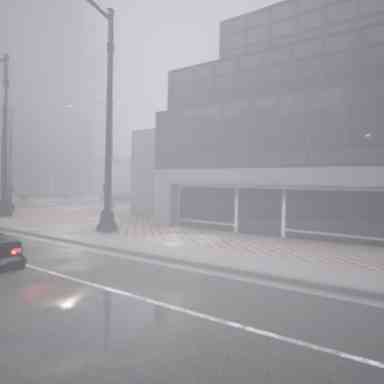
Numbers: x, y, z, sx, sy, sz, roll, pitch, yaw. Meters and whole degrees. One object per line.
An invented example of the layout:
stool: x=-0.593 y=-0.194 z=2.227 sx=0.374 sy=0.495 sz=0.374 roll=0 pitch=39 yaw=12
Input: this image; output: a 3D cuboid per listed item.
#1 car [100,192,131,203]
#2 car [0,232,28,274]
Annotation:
car: x=-9.853 y=0.663 z=45.250 sx=2.033 sy=1.411 sz=5.357 roll=2 pitch=1 yaw=36
car: x=-6.387 y=1.335 z=8.589 sx=5.357 sy=1.411 sz=2.033 roll=2 pitch=1 yaw=36
